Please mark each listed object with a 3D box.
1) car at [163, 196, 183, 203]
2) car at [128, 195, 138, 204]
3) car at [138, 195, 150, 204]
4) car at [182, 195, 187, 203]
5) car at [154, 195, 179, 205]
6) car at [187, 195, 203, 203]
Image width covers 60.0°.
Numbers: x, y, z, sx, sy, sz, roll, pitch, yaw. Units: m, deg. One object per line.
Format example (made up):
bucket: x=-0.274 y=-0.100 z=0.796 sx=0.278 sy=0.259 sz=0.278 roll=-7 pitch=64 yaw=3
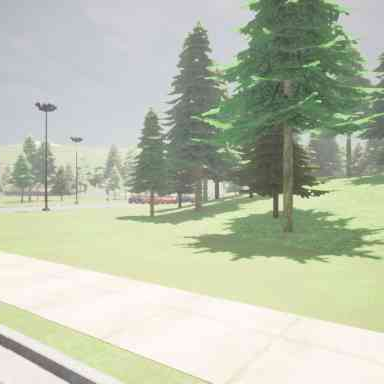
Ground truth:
car: x=-4.092 y=1.554 z=71.889 sx=1.994 sy=1.385 sz=4.181 roll=0 pitch=0 yaw=36
car: x=-9.990 y=1.352 z=63.696 sx=2.097 sy=1.767 sz=4.553 roll=0 pitch=0 yaw=37
car: x=-7.229 y=1.352 z=61.621 sx=2.097 sy=1.767 sz=4.553 roll=0 pitch=0 yaw=37
car: x=-1.579 y=1.352 z=69.418 sx=2.097 sy=1.767 sz=4.553 roll=0 pitch=0 yaw=36
car: x=-4.528 y=1.352 z=59.385 sx=2.097 sy=1.767 sz=4.553 roll=0 pitch=0 yaw=37
car: x=1.508 y=1.564 z=67.708 sx=1.994 sy=1.385 sz=4.181 roll=0 pitch=0 yaw=36
